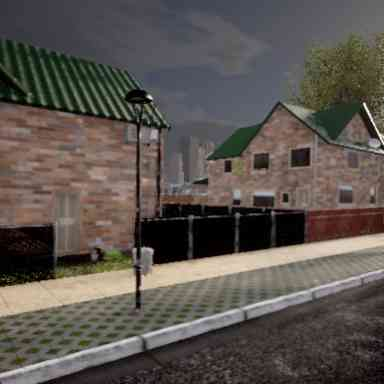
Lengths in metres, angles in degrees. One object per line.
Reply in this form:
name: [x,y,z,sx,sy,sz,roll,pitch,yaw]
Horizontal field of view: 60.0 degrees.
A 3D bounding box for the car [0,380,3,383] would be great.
car: [-2.981,1.346,0.920,4.553,1.767,2.097,0,0,-35]
